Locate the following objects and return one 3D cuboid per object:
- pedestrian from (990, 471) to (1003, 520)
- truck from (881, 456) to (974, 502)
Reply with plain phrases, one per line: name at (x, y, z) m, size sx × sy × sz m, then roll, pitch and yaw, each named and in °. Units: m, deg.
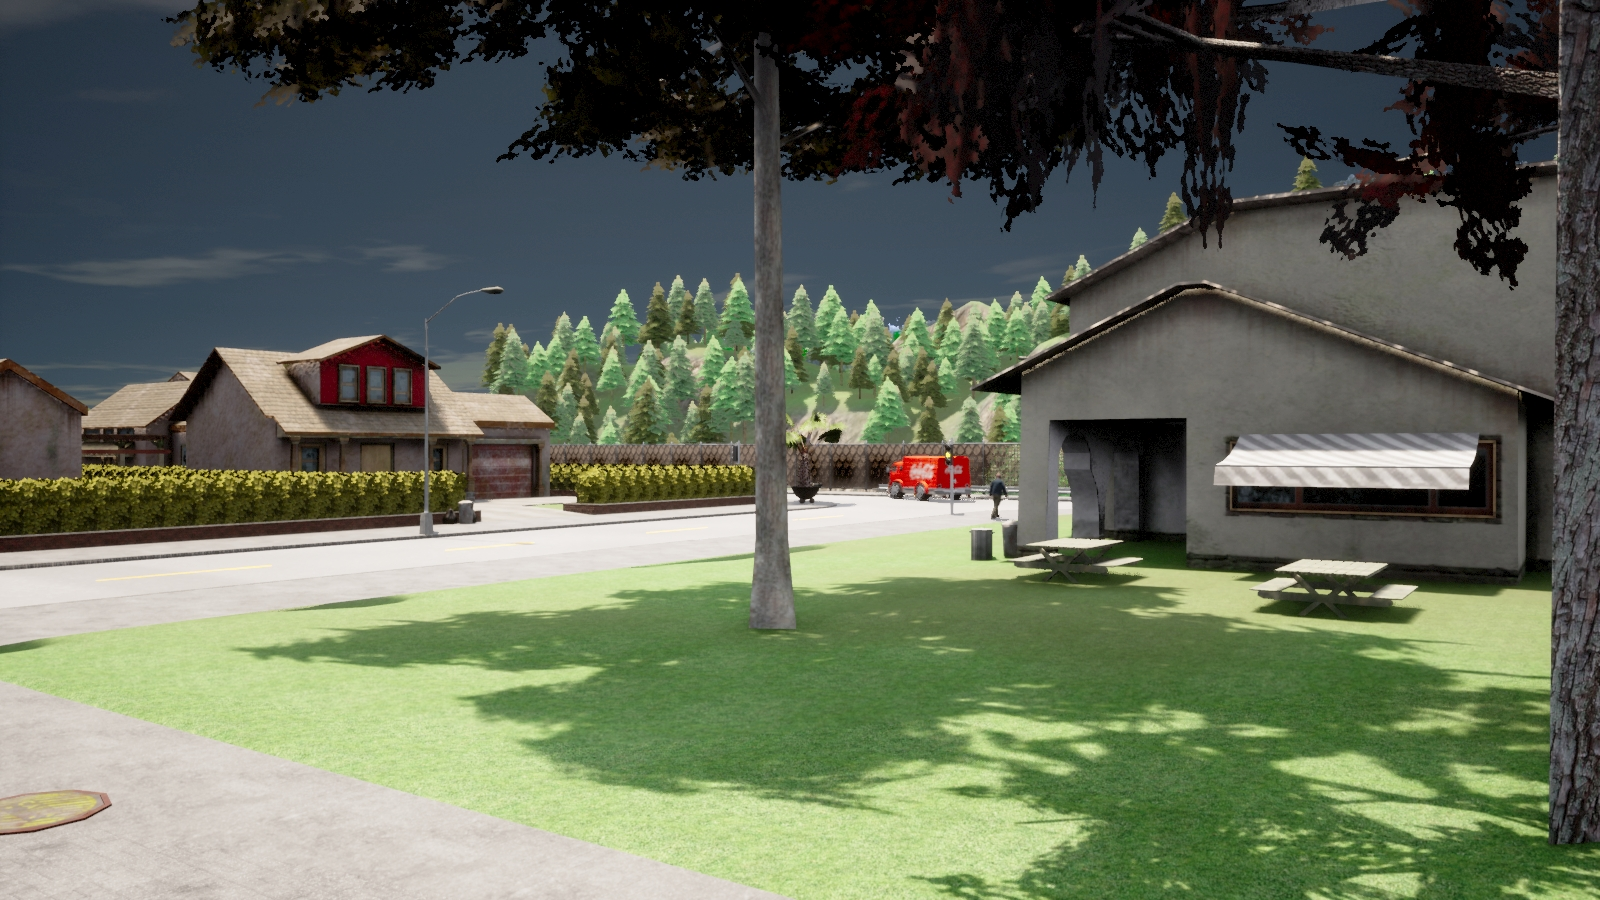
pedestrian at (7.566, 1.737, 43.948) m, size 0.375 × 1.860 × 0.375 m, roll 0°, pitch 0°, yaw 35°
truck at (7.049, 1.566, 63.861) m, size 2.627 × 2.467 × 5.204 m, roll 0°, pitch 0°, yaw -29°
